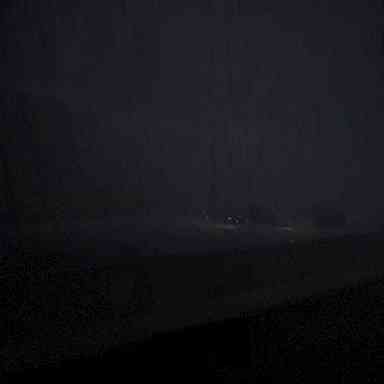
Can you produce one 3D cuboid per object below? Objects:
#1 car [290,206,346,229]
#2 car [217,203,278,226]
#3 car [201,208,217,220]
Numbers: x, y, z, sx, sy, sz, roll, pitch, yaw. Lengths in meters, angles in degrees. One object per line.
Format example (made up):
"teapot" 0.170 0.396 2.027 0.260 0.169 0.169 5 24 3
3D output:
"car" 8.682 1.698 22.767 4.181 1.385 1.994 1 0 -35
"car" 4.215 1.642 23.917 4.181 1.385 1.994 1 0 -35
"car" 3.384 1.618 27.586 5.357 1.411 2.033 1 0 -35
